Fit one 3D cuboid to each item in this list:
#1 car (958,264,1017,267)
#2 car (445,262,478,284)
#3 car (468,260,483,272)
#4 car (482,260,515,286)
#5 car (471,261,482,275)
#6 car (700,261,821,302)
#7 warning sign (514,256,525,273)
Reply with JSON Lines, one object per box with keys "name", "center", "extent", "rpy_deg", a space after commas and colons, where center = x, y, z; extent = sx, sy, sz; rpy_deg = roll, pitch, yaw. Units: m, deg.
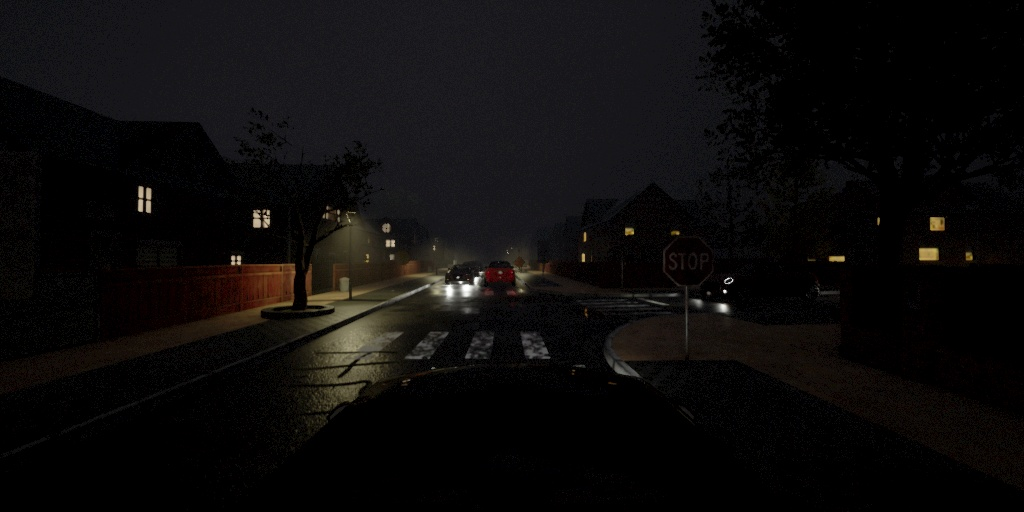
{"name": "car", "center": [21.972, 1.105, 16.721], "extent": [4.902, 1.511, 2.128], "rpy_deg": [0, -1, -4]}
{"name": "car", "center": [-3.916, 1.356, 27.468], "extent": [1.994, 1.385, 4.181], "rpy_deg": [0, 0, -2]}
{"name": "car", "center": [-5.099, 1.400, 50.444], "extent": [1.882, 1.535, 5.008], "rpy_deg": [0, 0, -3]}
{"name": "car", "center": [-0.906, 1.141, 26.146], "extent": [2.097, 1.767, 4.553], "rpy_deg": [0, 0, -3]}
{"name": "car", "center": [-4.456, 1.345, 37.764], "extent": [1.837, 1.490, 4.892], "rpy_deg": [0, 0, -3]}
{"name": "car", "center": [10.882, 1.042, 15.953], "extent": [4.553, 1.767, 2.097], "rpy_deg": [0, -1, -5]}
{"name": "warning sign", "center": [0.839, 0.966, 39.277], "extent": [1.300, 1.860, 1.060], "rpy_deg": [0, 0, -3]}
